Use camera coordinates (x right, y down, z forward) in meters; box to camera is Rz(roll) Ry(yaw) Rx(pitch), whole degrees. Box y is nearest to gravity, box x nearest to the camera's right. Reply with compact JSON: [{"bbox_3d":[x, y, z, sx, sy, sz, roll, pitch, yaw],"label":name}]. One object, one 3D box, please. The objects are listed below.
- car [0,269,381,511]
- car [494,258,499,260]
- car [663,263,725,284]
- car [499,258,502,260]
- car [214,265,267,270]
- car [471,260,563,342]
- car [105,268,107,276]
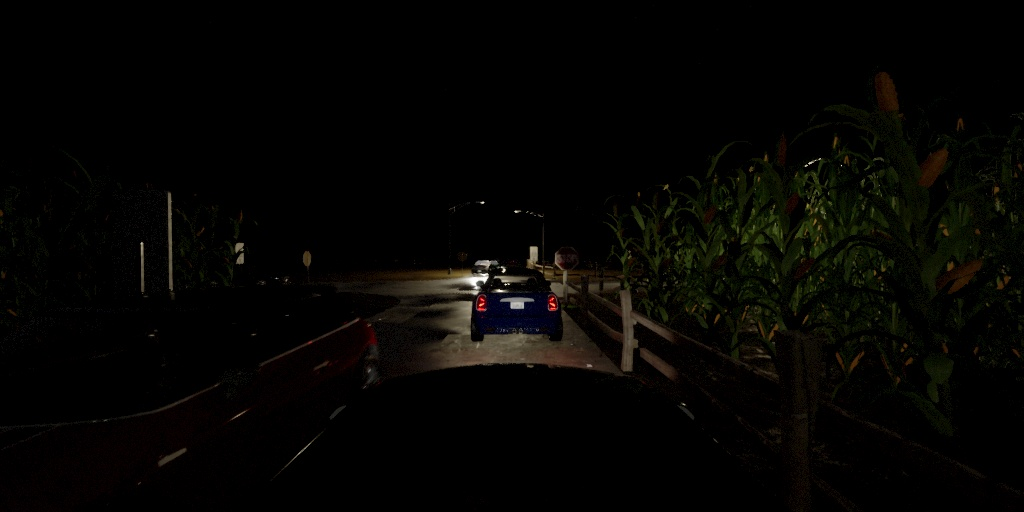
[{"bbox_3d":[-2.813,1.101,2.874,2.097,1.767,4.553,0,0,1],"label":"car"},{"bbox_3d":[-2.922,1.214,36.405,2.128,1.511,4.902,0,0,3],"label":"car"},{"bbox_3d":[12.824,1.187,25.334,5.008,1.535,1.882,0,1,-2],"label":"car"},{"bbox_3d":[-2.752,1.309,47.366,1.895,1.301,4.718,0,0,0],"label":"car"},{"bbox_3d":[-16.559,1.289,22.466,4.892,1.490,1.837,0,1,0],"label":"car"},{"bbox_3d":[0.058,1.098,9.972,2.097,1.767,4.553,0,0,-2],"label":"car"},{"bbox_3d":[-25.614,1.370,22.499,4.181,1.385,1.994,0,1,1],"label":"car"}]
